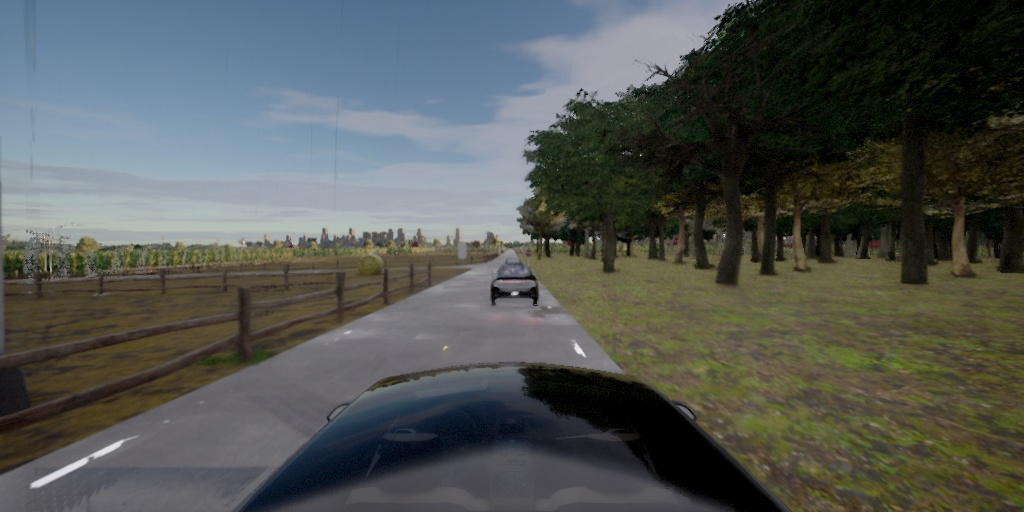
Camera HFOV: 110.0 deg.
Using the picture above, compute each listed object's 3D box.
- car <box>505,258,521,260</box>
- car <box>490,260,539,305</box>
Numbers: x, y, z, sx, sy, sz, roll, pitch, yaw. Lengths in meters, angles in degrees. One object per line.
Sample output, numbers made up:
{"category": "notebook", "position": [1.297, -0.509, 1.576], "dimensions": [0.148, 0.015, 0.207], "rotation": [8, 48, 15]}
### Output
{"category": "car", "position": [0.098, 0.919, 32.036], "dimensions": [2.128, 1.511, 4.902], "rotation": [0, 1, 0]}
{"category": "car", "position": [0.099, 1.105, 15.127], "dimensions": [2.128, 1.511, 4.902], "rotation": [0, 1, 0]}
